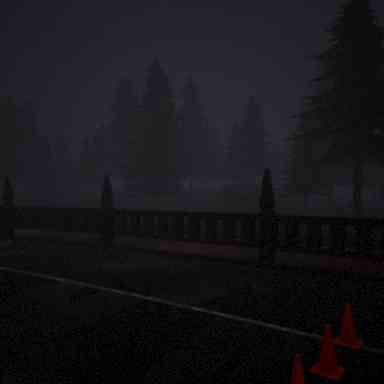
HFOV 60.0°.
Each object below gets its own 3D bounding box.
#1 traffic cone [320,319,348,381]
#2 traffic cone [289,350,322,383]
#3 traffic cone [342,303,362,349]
[{"bbox_3d":[1.693,1.948,4.168,0.340,0.580,0.340,0,0,38],"label":"traffic cone"},{"bbox_3d":[1.070,1.950,3.385,0.340,0.580,0.340,0,0,38],"label":"traffic cone"},{"bbox_3d":[2.315,1.946,4.951,0.340,0.580,0.340,0,0,38],"label":"traffic cone"}]
